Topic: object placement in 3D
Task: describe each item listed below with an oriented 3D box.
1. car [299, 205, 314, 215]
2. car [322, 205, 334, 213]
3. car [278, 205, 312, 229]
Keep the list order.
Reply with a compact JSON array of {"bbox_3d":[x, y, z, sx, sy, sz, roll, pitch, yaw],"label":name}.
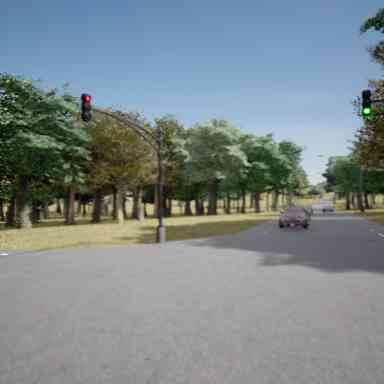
[{"bbox_3d":[18.527,2.806,53.774,2.128,1.511,4.902,-1,-2,21],"label":"car"},{"bbox_3d":[26.152,3.269,64.067,1.994,1.385,4.181,-1,-3,21],"label":"car"},{"bbox_3d":[8.276,1.925,26.841,2.097,1.767,4.553,-1,-2,22],"label":"car"}]
